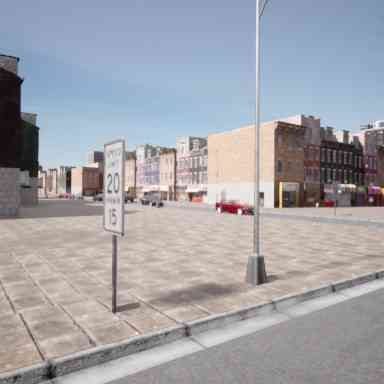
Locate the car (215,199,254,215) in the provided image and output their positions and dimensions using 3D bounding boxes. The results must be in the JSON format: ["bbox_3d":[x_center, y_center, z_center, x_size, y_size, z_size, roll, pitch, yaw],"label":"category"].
[{"bbox_3d":[4.046,1.368,30.982,1.887,1.381,4.507,1,0,-35],"label":"car"}]

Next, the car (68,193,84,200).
[{"bbox_3d":[-24.499,0.966,71.353,2.008,1.369,4.403,1,0,-35],"label":"car"}]

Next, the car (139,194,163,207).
[{"bbox_3d":[-5.469,1.230,44.439,1.947,1.339,4.313,1,0,-35],"label":"car"}]

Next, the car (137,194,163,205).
[{"bbox_3d":[-6.366,1.149,50.356,1.837,1.490,4.892,1,0,-35],"label":"car"}]

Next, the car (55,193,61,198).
[{"bbox_3d":[-30.842,0.893,80.326,1.887,1.381,4.507,1,0,-35],"label":"car"}]

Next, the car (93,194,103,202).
[{"bbox_3d":[-16.012,1.041,58.673,1.812,1.442,4.674,1,0,-35],"label":"car"}]

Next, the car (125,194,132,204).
[{"bbox_3d":[-11.963,1.047,52.962,1.882,1.535,5.008,1,0,-35],"label":"car"}]

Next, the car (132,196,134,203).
[{"bbox_3d":[-11.772,1.074,57.912,1.837,1.490,4.892,1,0,-35],"label":"car"}]

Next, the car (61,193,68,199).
[{"bbox_3d":[-27.670,0.925,75.839,1.887,1.381,4.507,1,0,-35],"label":"car"}]
